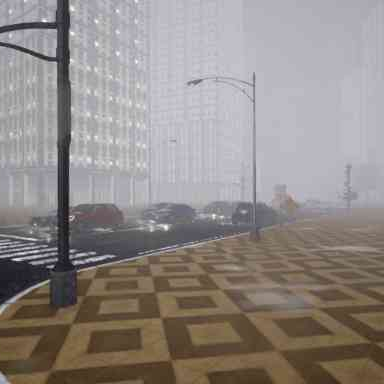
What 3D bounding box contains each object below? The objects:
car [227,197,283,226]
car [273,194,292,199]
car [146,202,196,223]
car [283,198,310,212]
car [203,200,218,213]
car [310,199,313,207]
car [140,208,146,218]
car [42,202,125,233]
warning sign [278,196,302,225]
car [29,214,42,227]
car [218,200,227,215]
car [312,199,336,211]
[{"bbox_3d":[4.836,1.503,25.055,2.097,1.767,4.553,0,-1,34],"label":"car"},{"bbox_3d":[13.659,1.180,50.215,2.150,2.045,5.566,0,0,32],"label":"car"},{"bbox_3d":[-1.415,1.699,27.787,1.812,1.442,4.674,0,-1,34],"label":"car"},{"bbox_3d":[13.843,1.898,44.394,1.895,1.301,4.718,0,-1,33],"label":"car"},{"bbox_3d":[3.171,1.774,40.304,1.837,1.490,4.892,0,0,34],"label":"car"},{"bbox_3d":[19.065,1.831,52.789,1.882,1.535,5.008,0,0,31],"label":"car"},{"bbox_3d":[-2.811,1.709,31.508,1.837,1.490,4.892,0,-1,34],"label":"car"},{"bbox_3d":[-6.355,1.468,20.505,2.097,1.767,4.553,0,-1,34],"label":"car"},{"bbox_3d":[6.764,1.251,22.994,1.300,1.860,1.060,0,0,34],"label":"warning sign"},{"bbox_3d":[-8.429,1.685,23.272,2.033,1.411,5.357,0,-1,34],"label":"car"},{"bbox_3d":[5.266,1.726,37.600,1.882,1.535,5.008,0,-1,34],"label":"car"},{"bbox_3d":[18.205,1.901,45.183,1.895,1.301,4.718,0,0,33],"label":"car"}]
